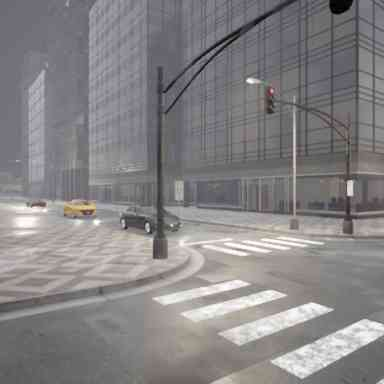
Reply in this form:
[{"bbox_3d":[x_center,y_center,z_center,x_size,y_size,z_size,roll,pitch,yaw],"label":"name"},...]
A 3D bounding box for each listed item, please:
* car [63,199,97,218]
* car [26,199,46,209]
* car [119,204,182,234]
[{"bbox_3d":[-10.014,1.441,29.536,1.882,1.535,5.008,0,0,-35],"label":"car"},{"bbox_3d":[-21.177,1.550,45.201,1.895,1.301,4.718,0,0,-35],"label":"car"},{"bbox_3d":[-2.507,1.482,19.112,1.837,1.490,4.892,0,0,-38],"label":"car"}]
